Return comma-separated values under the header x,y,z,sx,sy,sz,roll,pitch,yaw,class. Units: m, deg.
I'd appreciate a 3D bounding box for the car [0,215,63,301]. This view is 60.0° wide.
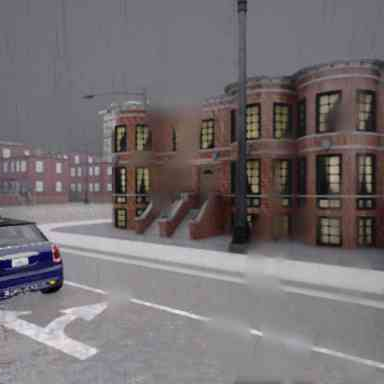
x,y,z,sx,sy,sz,roll,pitch,yaw,class
-5.012,1.353,7.568,4.553,1.767,2.097,0,0,35,car
